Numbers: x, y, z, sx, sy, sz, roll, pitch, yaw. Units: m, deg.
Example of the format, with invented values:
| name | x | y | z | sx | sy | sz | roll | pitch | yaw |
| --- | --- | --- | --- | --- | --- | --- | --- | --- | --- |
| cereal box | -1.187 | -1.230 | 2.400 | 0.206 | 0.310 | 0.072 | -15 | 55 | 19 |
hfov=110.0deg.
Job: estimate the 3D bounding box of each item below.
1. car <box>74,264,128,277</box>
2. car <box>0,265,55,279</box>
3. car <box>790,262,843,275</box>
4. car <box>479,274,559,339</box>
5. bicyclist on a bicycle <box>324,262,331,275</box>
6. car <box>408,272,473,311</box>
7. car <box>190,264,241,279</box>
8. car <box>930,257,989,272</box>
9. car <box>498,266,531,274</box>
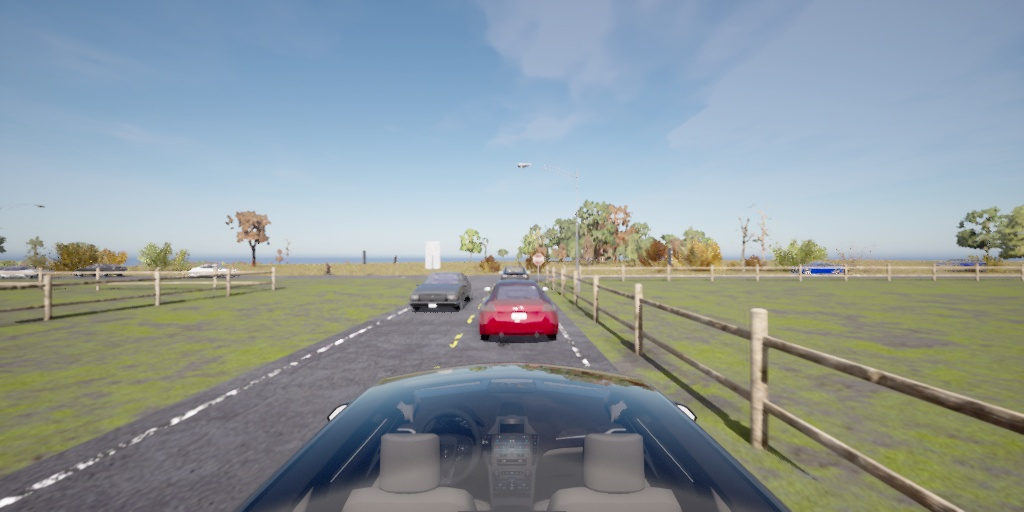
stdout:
| name | x | y | z | sx | sy | sz | roll | pitch | yaw |
| --- | --- | --- | --- | --- | --- | --- | --- | --- | --- |
| car | -46.651 | 1.628 | 40.725 | 4.902 | 1.511 | 2.128 | 0 | 0 | 1 |
| car | -51.616 | 1.741 | 37.982 | 4.718 | 1.301 | 1.895 | 0 | 0 | 1 |
| car | 33.768 | 1.412 | 39.881 | 5.008 | 1.535 | 1.882 | 0 | 0 | 1 |
| car | 0.133 | 1.371 | 10.266 | 1.994 | 1.385 | 4.181 | 0 | 0 | -1 |
| bicyclist on a bicycle | -22.383 | 1.540 | 43.532 | 0.582 | 1.620 | 1.656 | 0 | 0 | 1 |
| car | -2.798 | 1.389 | 15.322 | 2.033 | 1.411 | 5.357 | 0 | 0 | 0 |
| car | -31.068 | 1.598 | 37.659 | 4.674 | 1.442 | 1.812 | 0 | 0 | 1 |
| car | 49.312 | 0.895 | 39.619 | 4.553 | 1.767 | 2.097 | 0 | 0 | 1 |
| car | 0.163 | 1.384 | 22.975 | 2.128 | 1.511 | 4.902 | 0 | 0 | 0 |
